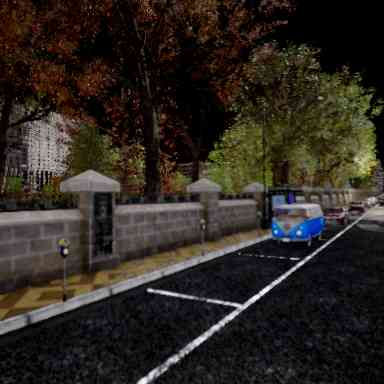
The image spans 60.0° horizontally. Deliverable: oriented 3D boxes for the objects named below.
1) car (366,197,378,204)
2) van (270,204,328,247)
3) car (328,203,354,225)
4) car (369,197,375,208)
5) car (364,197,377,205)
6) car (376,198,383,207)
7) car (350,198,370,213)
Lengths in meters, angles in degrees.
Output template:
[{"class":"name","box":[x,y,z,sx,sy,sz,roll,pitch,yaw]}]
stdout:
[{"class":"car","box":[37.376,1.760,68.884,2.008,1.369,4.403,-1,0,31]},{"class":"van","box":[4.938,1.459,15.447,1.690,1.788,3.998,-1,-1,31]},{"class":"car","box":[10.838,1.727,25.161,1.802,1.307,4.206,-1,-1,31]},{"class":"car","box":[25.581,1.744,49.451,2.008,1.369,4.403,-1,0,31]},{"class":"car","box":[34.427,1.757,64.025,2.008,1.369,4.403,-1,0,31]},{"class":"car","box":[31.561,1.656,54.132,1.837,1.490,4.892,-1,-1,31]},{"class":"car","box":[19.683,1.722,39.735,1.887,1.381,4.507,-1,0,31]}]
